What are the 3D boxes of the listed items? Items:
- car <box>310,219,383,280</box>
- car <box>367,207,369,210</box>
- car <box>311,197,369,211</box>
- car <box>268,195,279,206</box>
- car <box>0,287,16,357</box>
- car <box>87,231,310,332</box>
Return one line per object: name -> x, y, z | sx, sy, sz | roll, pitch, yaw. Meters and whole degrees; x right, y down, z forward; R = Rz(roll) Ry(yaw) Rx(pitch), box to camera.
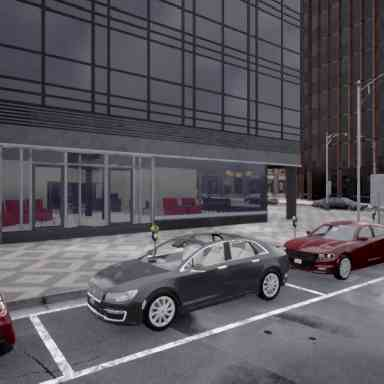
car -> 4.575, 1.545, 9.922 | 4.507, 1.381, 1.887 | 0, 0, -36
car -> 9.016, 1.441, 13.094 | 4.097, 1.590, 1.967 | 0, 0, -36
car -> 14.941, 1.203, 33.803 | 2.033, 1.411, 5.357 | 0, 1, -41
car -> 8.864, 0.957, 42.371 | 1.837, 1.490, 4.892 | 0, 1, -36
car -> -4.306, 1.440, 3.578 | 4.097, 1.590, 1.967 | 0, 0, -36
car -> 0.135, 1.551, 6.750 | 4.403, 1.369, 2.008 | 0, 0, -36
